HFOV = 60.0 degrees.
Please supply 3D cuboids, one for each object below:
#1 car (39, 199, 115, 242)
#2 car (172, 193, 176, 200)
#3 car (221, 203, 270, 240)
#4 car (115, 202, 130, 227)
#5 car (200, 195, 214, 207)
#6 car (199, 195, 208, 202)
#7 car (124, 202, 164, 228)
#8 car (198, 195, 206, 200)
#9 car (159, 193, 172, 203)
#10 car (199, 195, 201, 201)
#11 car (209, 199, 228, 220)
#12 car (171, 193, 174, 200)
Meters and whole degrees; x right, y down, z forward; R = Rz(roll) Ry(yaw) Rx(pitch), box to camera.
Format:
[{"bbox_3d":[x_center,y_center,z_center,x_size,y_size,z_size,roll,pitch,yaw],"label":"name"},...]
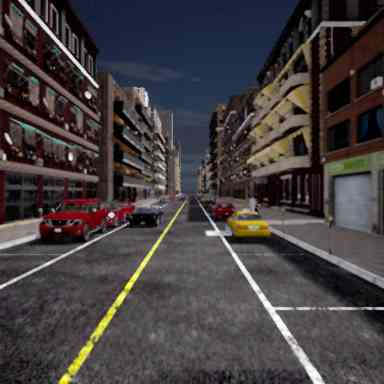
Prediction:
[{"bbox_3d":[-5.691,1.304,16.633,2.192,1.841,5.009,0,0,0],"label":"car"},{"bbox_3d":[-5.707,1.483,84.268,1.887,1.381,4.507,0,0,0],"label":"car"},{"bbox_3d":[2.688,1.515,16.801,1.752,1.417,4.829,0,0,0],"label":"car"},{"bbox_3d":[-5.694,1.426,22.268,1.967,1.590,4.097,0,0,0],"label":"car"},{"bbox_3d":[2.681,1.517,50.448,2.008,1.369,4.403,0,0,0],"label":"car"},{"bbox_3d":[2.675,1.510,78.629,1.947,1.339,4.313,0,0,0],"label":"car"},{"bbox_3d":[-3.005,1.586,22.460,1.895,1.301,4.718,0,0,0],"label":"car"},{"bbox_3d":[2.672,1.517,89.902,1.802,1.307,4.206,0,0,0],"label":"car"},{"bbox_3d":[-5.703,1.503,67.358,2.008,1.369,4.403,0,0,0],"label":"car"},{"bbox_3d":[2.677,1.474,73.163,1.752,1.417,4.829,0,0,0],"label":"car"},{"bbox_3d":[2.685,1.527,27.903,1.887,1.381,4.507,0,0,0],"label":"car"},{"bbox_3d":[-5.705,1.498,72.995,2.008,1.369,4.403,0,0,0],"label":"car"}]
